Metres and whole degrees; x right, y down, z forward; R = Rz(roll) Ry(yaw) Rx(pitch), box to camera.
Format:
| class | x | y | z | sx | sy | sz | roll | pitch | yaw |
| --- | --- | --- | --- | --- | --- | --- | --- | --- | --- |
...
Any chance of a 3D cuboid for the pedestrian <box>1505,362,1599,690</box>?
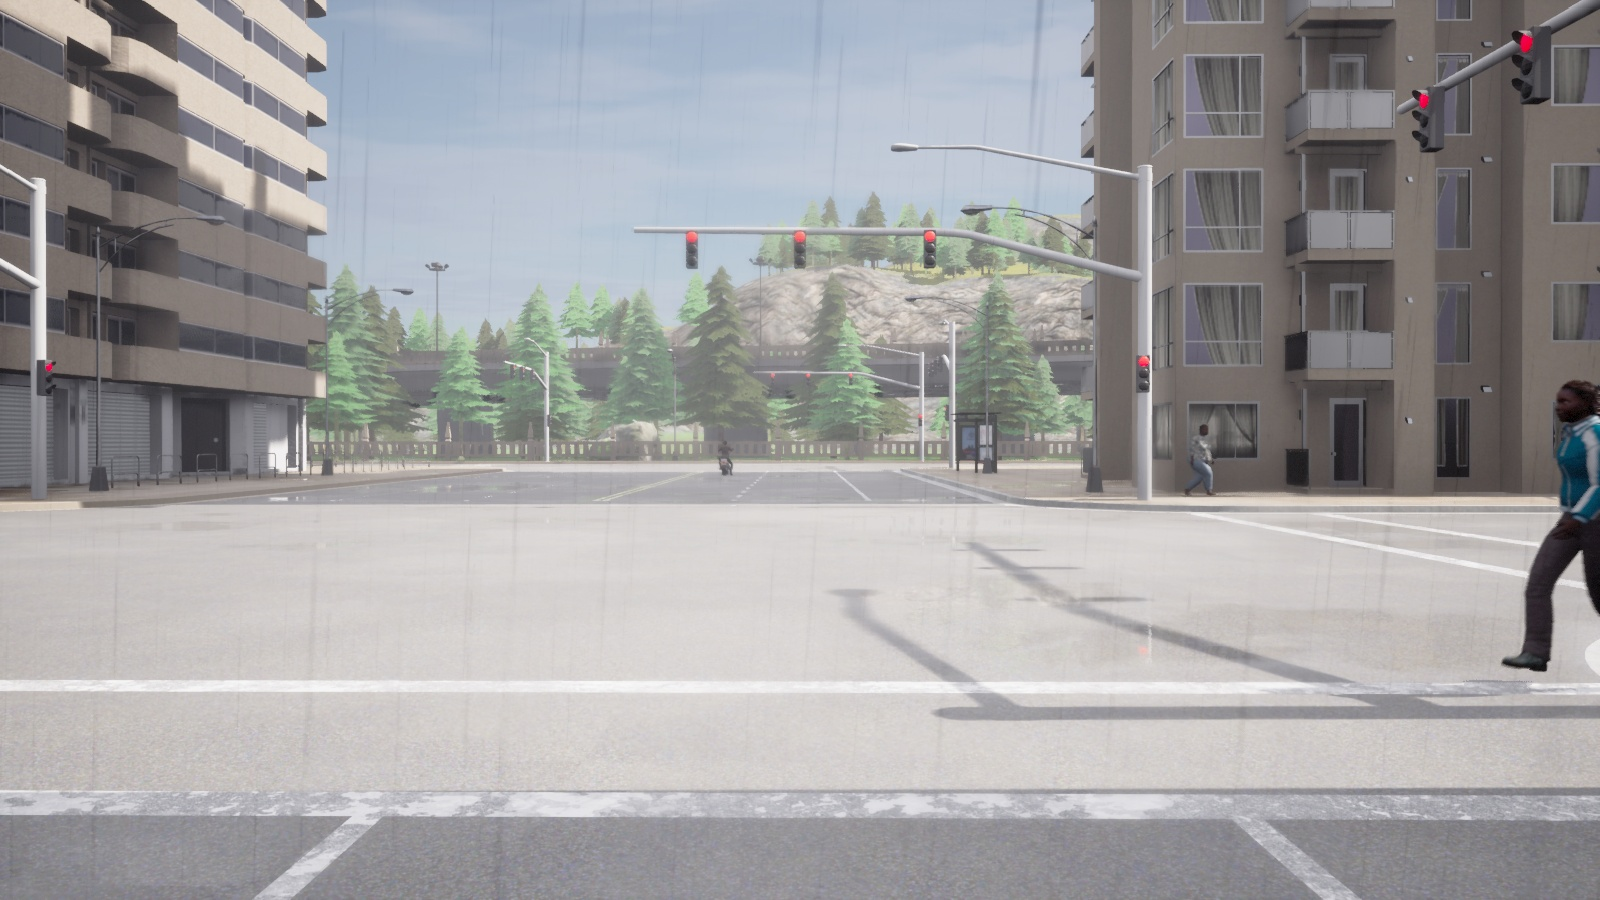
| class | x | y | z | sx | sy | sz | roll | pitch | yaw |
| --- | --- | --- | --- | --- | --- | --- | --- | --- | --- |
| pedestrian | 4.713 | 0.446 | 7.574 | 0.692 | 1.930 | 0.396 | 0 | 0 | 1 |

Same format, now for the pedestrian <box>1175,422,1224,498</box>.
| class | x | y | z | sx | sy | sz | roll | pitch | yaw |
| --- | --- | --- | --- | --- | --- | --- | --- | --- | --- |
| pedestrian | 9.829 | 0.238 | 30.915 | 0.900 | 1.855 | 0.874 | 0 | 0 | 38 |

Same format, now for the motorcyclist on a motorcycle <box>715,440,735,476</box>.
| class | x | y | z | sx | sy | sz | roll | pitch | yaw |
| --- | --- | --- | --- | --- | --- | --- | --- | --- | --- |
| motorcyclist on a motorcycle | -3.437 | 0.367 | 57.900 | 0.766 | 1.649 | 2.350 | 0 | 0 | 0 |
